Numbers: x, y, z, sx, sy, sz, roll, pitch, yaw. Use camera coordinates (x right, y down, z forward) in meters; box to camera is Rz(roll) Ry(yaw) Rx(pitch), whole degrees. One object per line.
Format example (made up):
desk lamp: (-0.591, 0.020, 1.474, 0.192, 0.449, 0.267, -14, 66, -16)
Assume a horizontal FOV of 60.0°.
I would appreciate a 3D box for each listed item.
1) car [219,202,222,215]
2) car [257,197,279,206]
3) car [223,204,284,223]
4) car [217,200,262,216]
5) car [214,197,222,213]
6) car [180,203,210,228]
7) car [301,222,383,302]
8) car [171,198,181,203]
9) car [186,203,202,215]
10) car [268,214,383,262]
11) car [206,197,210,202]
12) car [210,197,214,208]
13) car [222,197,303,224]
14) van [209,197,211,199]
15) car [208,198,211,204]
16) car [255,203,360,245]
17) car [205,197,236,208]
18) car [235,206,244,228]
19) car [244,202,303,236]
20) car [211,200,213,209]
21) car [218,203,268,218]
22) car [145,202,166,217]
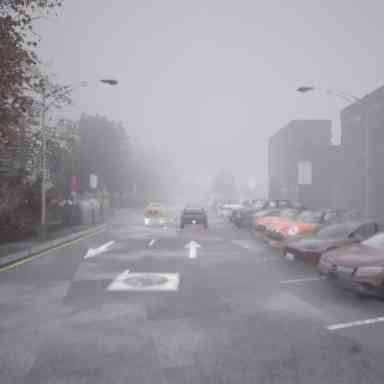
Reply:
car: (5.207, 1.784, 26.092, 5.366, 1.575, 1.946, 1, -1, -20)
car: (18.504, 2.334, 81.192, 2.435, 2.045, 5.566, 0, 0, -21)
car: (5.366, 1.858, 29.148, 4.792, 1.488, 2.163, 1, -1, -20)
car: (5.403, 1.824, 38.165, 4.553, 1.767, 2.185, 1, -1, -20)
car: (5.385, 1.617, 32.153, 5.566, 2.045, 2.435, 1, -1, -20)
car: (0.143, 1.789, 24.595, 1.837, 1.490, 4.892, 0, -1, 0)
car: (5.317, 1.616, 8.147, 4.674, 1.452, 2.002, 1, 0, -20)
car: (-3.705, 2.009, 77.500, 2.097, 1.767, 4.553, 0, -1, 2)
car: (0.191, 2.116, 41.753, 1.895, 1.301, 4.718, 0, -1, 0)
car: (5.295, 1.638, 11.139, 4.792, 1.488, 2.163, 1, 0, -20)
car: (5.315, 2.248, 59.127, 5.366, 1.575, 1.946, 1, -1, -20)
car: (5.501, 1.954, 47.182, 4.553, 1.767, 2.185, 1, -1, -20)
car: (5.357, 1.501, 23.137, 5.566, 2.045, 2.435, 1, 0, -20)
van: (5.594, 1.943, 53.231, 4.442, 1.987, 1.878, 1, -1, -20)
car: (5.468, 2.122, 50.183, 5.008, 1.535, 2.097, 1, -1, -20)
car: (5.365, 1.519, 14.160, 4.553, 1.767, 2.185, 1, 0, -20)
car: (5.513, 2.092, 65.222, 5.566, 2.045, 2.435, 1, -1, -20)
car: (5.351, 1.755, 20.156, 4.674, 1.452, 2.002, 1, -1, -20)
car: (5.376, 1.554, 17.161, 4.553, 1.767, 2.185, 1, 0, -20)
car: (5.458, 2.075, 44.172, 4.674, 1.452, 2.002, 1, -1, -20)
car: (5.395, 1.938, 35.149, 4.792, 1.488, 2.163, 1, -1, -20)
car: (-4.013, 1.925, 36.848, 1.882, 1.535, 5.008, 0, -1, 0)
